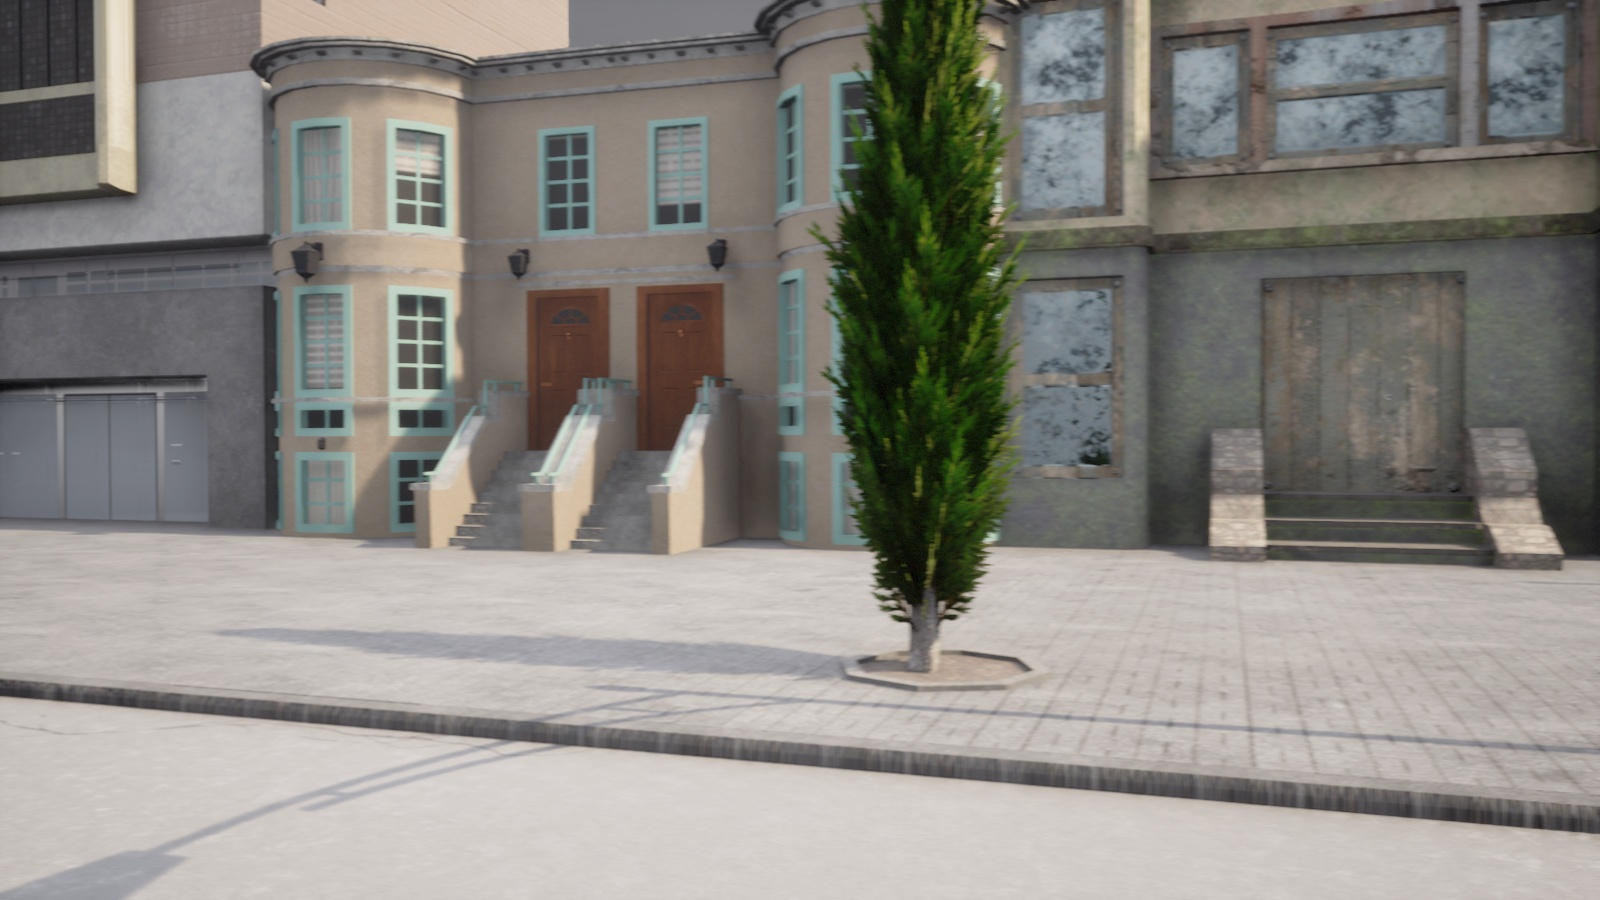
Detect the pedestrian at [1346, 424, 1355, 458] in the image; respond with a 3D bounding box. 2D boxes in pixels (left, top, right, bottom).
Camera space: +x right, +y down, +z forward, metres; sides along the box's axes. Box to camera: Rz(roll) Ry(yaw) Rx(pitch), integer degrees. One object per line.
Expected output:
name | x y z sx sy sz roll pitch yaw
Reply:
pedestrian | 31.358 -0.493 71.525 0.396 1.930 0.692 0 1 17
